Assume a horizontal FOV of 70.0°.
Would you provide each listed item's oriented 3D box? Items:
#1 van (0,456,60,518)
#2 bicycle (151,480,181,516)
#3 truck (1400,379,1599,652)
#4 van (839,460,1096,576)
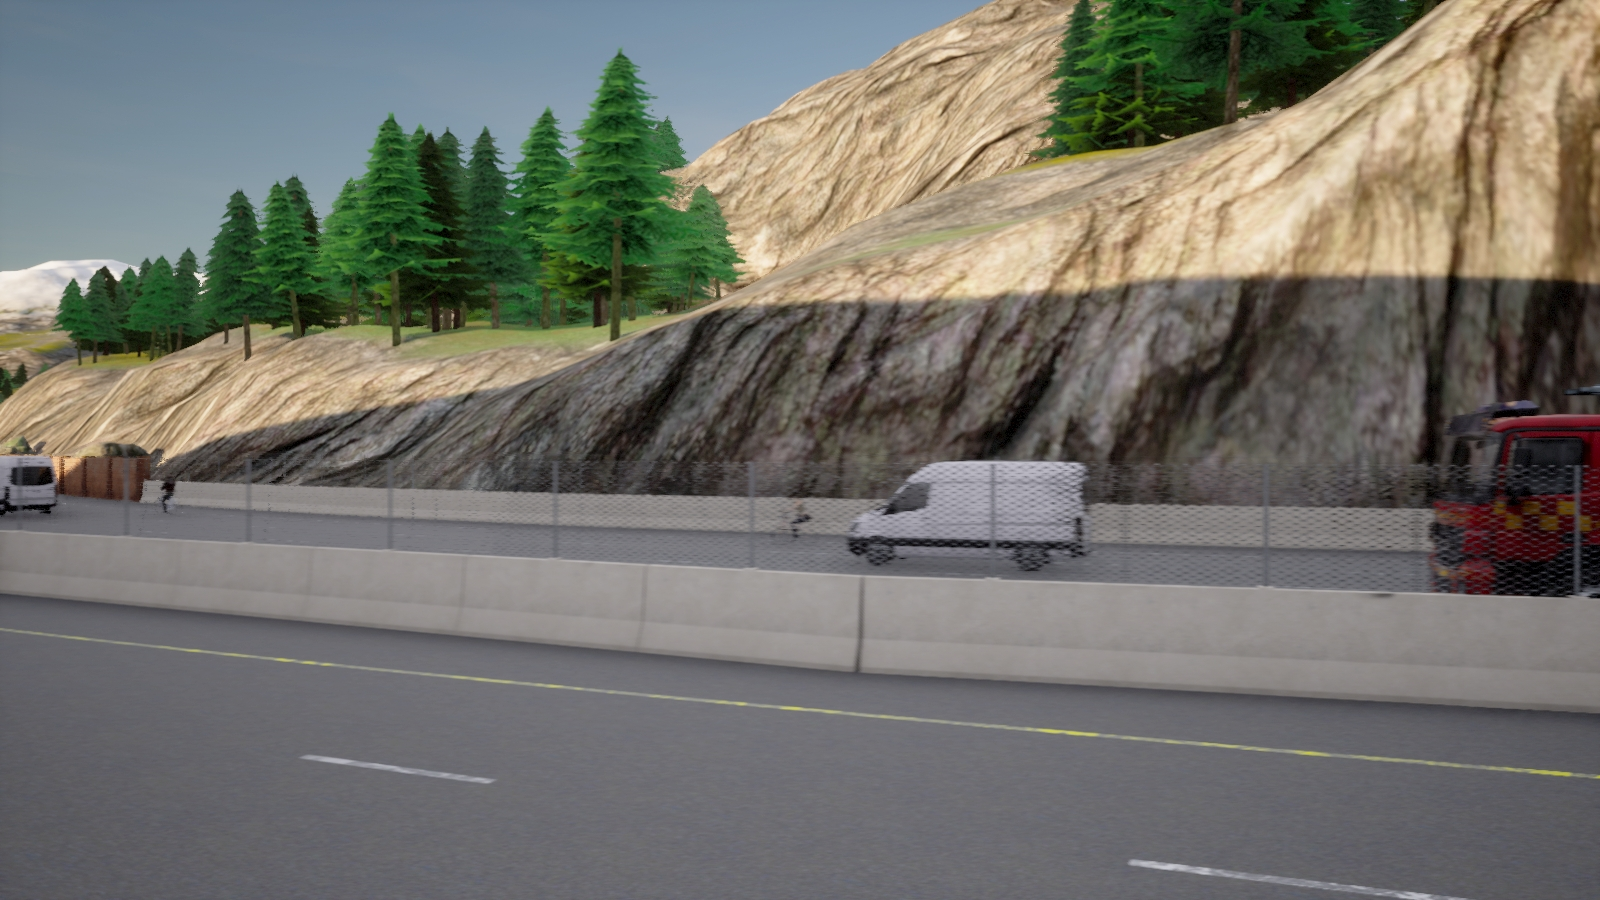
[{"bbox_3d":[-34.757,1.545,50.107,5.915,2.561,1.988,0,0,38],"label":"van"},{"bbox_3d":[-27.323,2.067,49.220,1.835,1.489,0.329,0,0,34],"label":"bicycle"},{"bbox_3d":[13.793,0.916,16.733,8.468,3.827,2.891,0,0,17],"label":"truck"},{"bbox_3d":[4.060,1.561,27.807,5.915,2.561,1.988,0,0,21],"label":"van"}]
